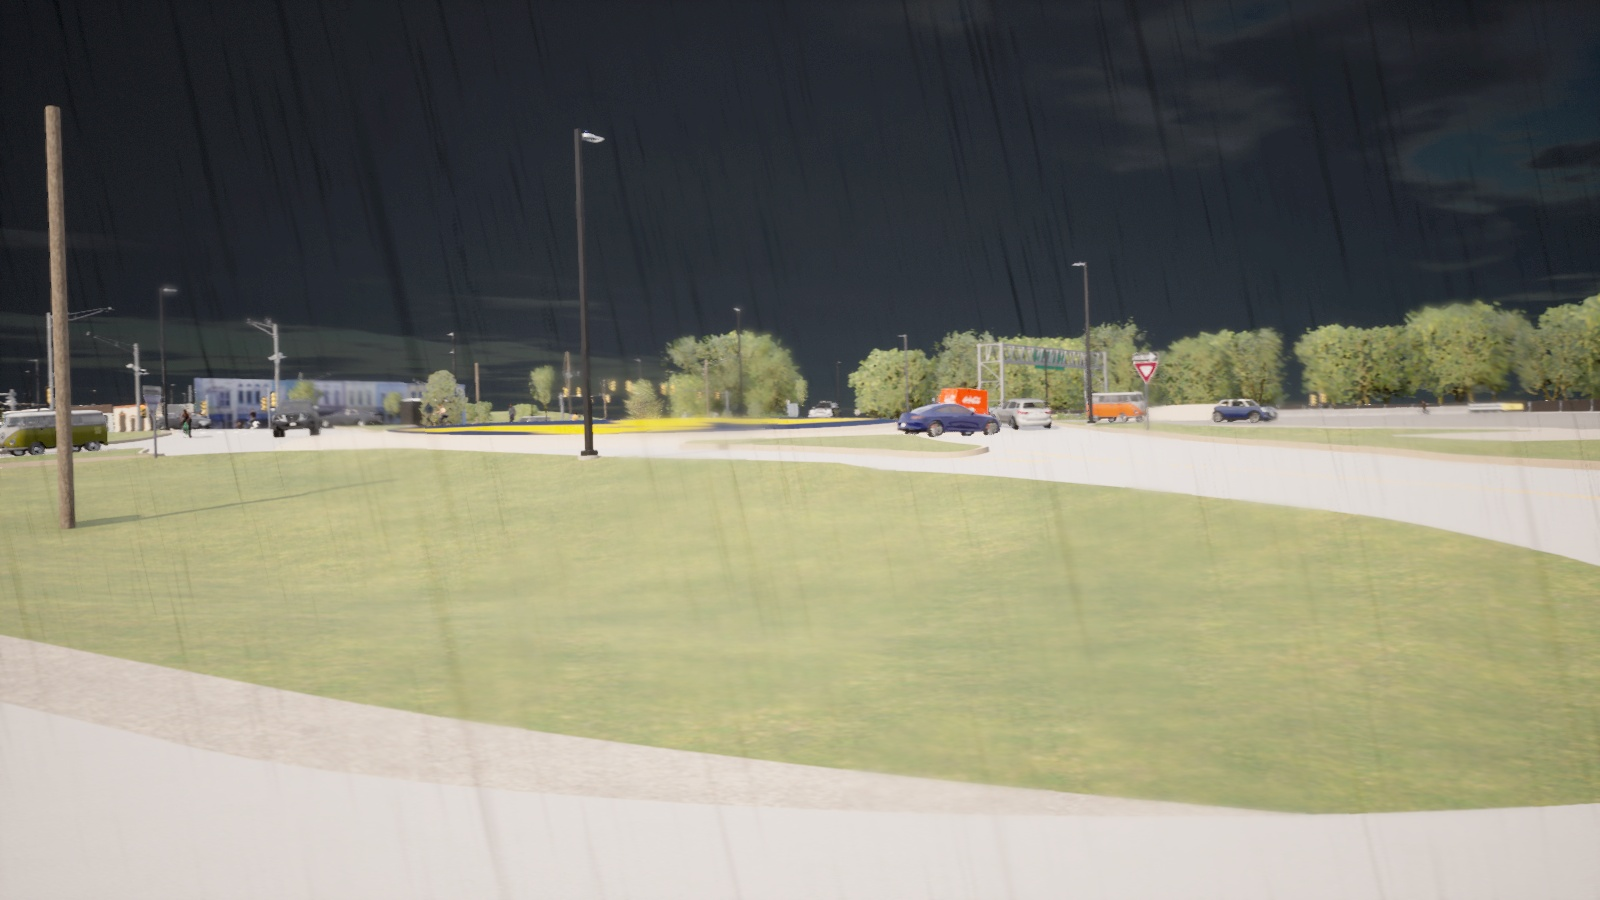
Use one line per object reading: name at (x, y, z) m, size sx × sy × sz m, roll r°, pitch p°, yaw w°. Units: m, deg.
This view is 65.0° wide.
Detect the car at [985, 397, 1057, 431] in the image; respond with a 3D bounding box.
car at (12.297, -2.056, 70.140) m, size 2.242 × 1.667 × 4.611 m, roll -1°, pitch 4°, yaw -14°

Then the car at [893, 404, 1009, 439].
car at (6.390, -1.206, 53.115) m, size 4.674 × 1.442 × 1.812 m, roll -1°, pitch 1°, yaw -29°

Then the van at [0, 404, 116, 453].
van at (-33.770, -1.006, 56.935) m, size 1.775 × 1.987 × 4.442 m, roll 0°, pitch 4°, yaw 30°

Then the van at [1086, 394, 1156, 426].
van at (20.841, -2.602, 81.682) m, size 1.775 × 1.987 × 4.442 m, roll -2°, pitch 2°, yaw -30°

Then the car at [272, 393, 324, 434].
car at (-27.325, -1.954, 68.468) m, size 2.150 × 2.045 × 5.566 m, roll -3°, pitch 2°, yaw -18°

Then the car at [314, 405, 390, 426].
car at (-33.016, -2.530, 92.651) m, size 4.902 × 1.511 × 2.128 m, roll 0°, pitch 1°, yaw 11°

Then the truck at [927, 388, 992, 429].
truck at (10.606, -2.762, 84.104) m, size 2.627 × 2.467 × 5.204 m, roll 3°, pitch 1°, yaw -11°

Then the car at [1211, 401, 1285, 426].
car at (27.889, -2.271, 78.248) m, size 1.970 × 1.475 × 3.806 m, roll -3°, pitch 4°, yaw -41°
